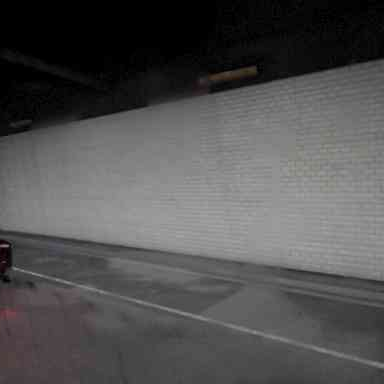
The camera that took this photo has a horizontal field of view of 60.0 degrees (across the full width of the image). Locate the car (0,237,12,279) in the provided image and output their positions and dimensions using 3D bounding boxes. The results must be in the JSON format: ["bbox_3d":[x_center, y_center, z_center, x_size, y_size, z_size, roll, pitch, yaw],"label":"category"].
[{"bbox_3d":[-6.613,1.493,8.708,4.902,1.511,2.128,0,0,35],"label":"car"}]
